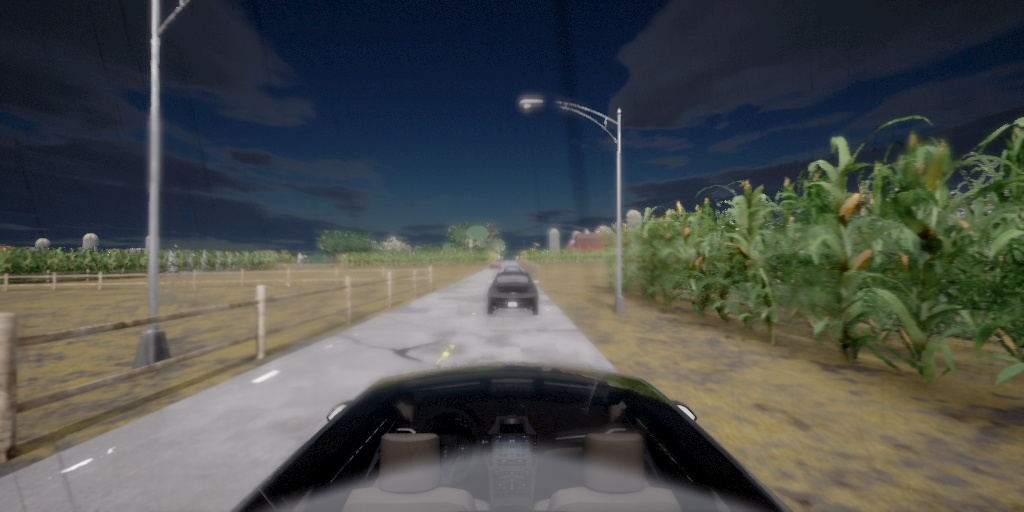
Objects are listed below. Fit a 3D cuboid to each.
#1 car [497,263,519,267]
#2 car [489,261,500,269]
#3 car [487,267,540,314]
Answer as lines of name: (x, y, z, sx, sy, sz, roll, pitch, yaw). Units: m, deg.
car: (0.055, 1.508, 29.234, 1.994, 1.385, 4.181, 0, 0, 1)
car: (-2.781, 1.552, 59.954, 1.882, 1.535, 5.008, 0, 0, 1)
car: (0.049, 1.360, 14.278, 1.837, 1.490, 4.892, 0, 0, 1)
